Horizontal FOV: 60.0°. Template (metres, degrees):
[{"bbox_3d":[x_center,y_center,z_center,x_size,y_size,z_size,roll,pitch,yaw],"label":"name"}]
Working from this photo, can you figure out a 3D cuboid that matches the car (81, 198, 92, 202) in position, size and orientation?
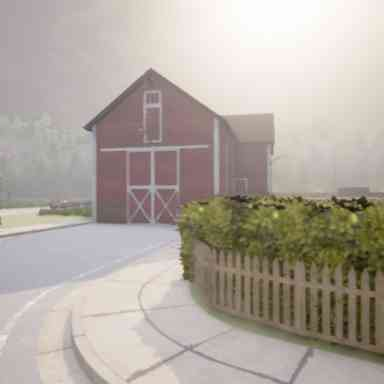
[{"bbox_3d":[-17.408,1.673,55.587,2.033,1.411,5.357,0,0,14],"label":"car"}]

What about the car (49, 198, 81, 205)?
[{"bbox_3d":[-17.170,1.569,44.271,1.816,1.474,4.193,-6,-1,11],"label":"car"}]
